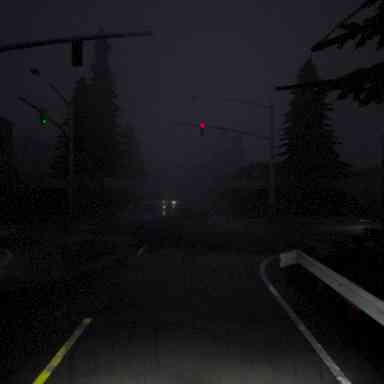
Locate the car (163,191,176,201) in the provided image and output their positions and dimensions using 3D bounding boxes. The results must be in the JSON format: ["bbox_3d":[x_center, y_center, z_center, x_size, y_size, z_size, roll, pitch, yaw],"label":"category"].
[{"bbox_3d":[-3.537,0.604,52.633,1.812,1.442,4.674,0,1,1],"label":"car"}]

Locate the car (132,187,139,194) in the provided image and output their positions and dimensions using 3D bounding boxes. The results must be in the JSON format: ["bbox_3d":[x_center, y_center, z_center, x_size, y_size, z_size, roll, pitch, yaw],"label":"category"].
[{"bbox_3d":[-16.760,-0.464,88.173,3.866,1.878,1.905,0,1,-1],"label":"car"}]
